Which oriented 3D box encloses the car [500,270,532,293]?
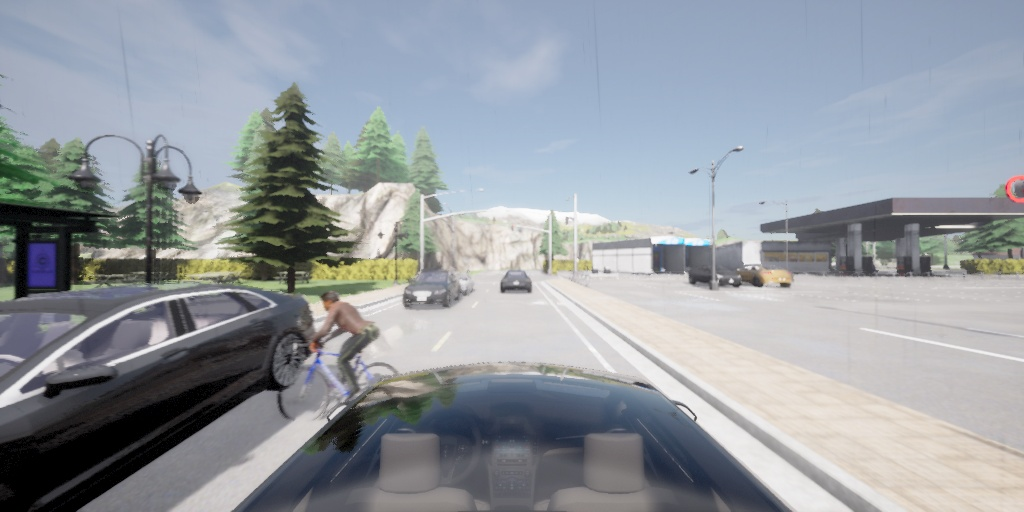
[{"bbox_3d":[0.260,1.582,23.040,1.994,1.385,4.181,0,-1,0],"label":"car"}]

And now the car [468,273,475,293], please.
[{"bbox_3d":[-3.357,1.663,21.381,1.895,1.301,4.718,0,-1,0],"label":"car"}]

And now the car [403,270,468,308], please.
[{"bbox_3d":[-3.486,1.424,16.301,2.128,1.511,4.902,0,-1,0],"label":"car"}]

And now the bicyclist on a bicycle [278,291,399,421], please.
[{"bbox_3d":[-2.152,1.254,4.517,1.656,1.620,0.582,-5,-11,5],"label":"bicyclist on a bicycle"}]

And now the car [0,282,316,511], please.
[{"bbox_3d":[-3.632,1.069,2.992,2.128,1.511,4.902,-2,4,0],"label":"car"}]
